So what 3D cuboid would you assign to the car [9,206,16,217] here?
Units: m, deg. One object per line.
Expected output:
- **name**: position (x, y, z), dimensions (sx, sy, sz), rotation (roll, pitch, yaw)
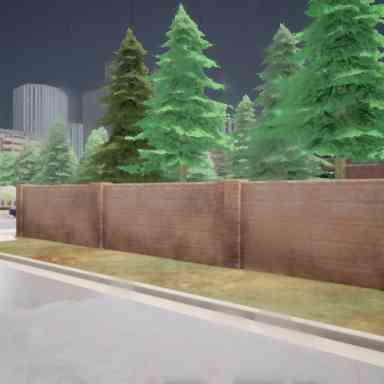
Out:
- **car**: position (-14.016, 1.474, 30.448), dimensions (1.882, 1.535, 5.008), rotation (0, 0, 35)
